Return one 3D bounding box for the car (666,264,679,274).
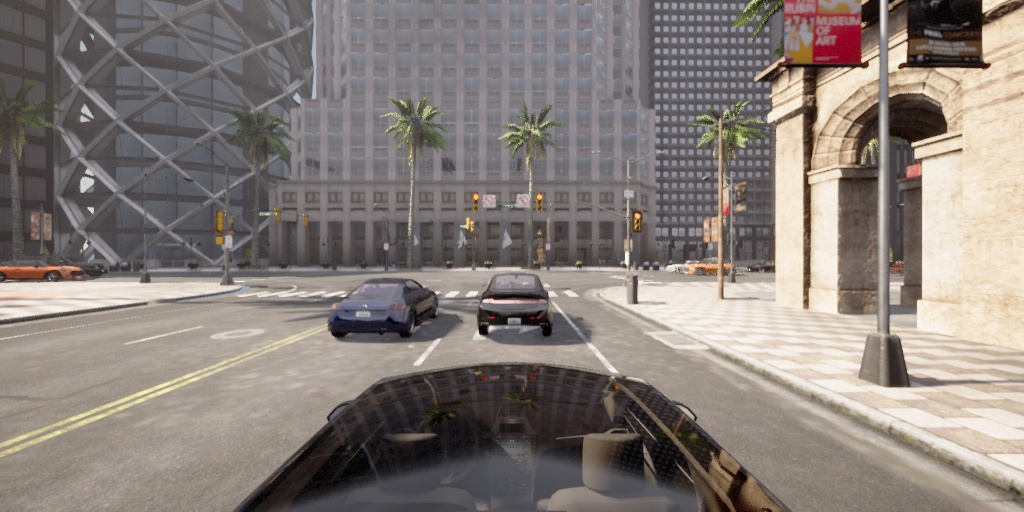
[{"bbox_3d":[19.397,1.239,39.334,4.674,1.442,1.812,0,0,0],"label":"car"}]

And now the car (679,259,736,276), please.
[{"bbox_3d":[19.667,1.069,35.834,4.553,1.767,2.097,0,0,0],"label":"car"}]

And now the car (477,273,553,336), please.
[{"bbox_3d":[0.118,1.233,10.392,2.128,1.511,4.902,0,0,2],"label":"car"}]

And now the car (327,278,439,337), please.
[{"bbox_3d":[-3.419,1.306,10.261,1.994,1.385,4.181,0,0,0],"label":"car"}]

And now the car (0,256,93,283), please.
[{"bbox_3d":[-36.258,1.076,27.608,4.553,1.767,2.097,0,0,-17],"label":"car"}]

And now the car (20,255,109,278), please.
[{"bbox_3d":[-38.607,0.943,30.673,5.566,2.045,2.150,0,0,-18],"label":"car"}]

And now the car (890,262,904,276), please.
[{"bbox_3d":[40.039,1.194,35.757,5.008,1.535,1.882,0,0,0],"label":"car"}]
